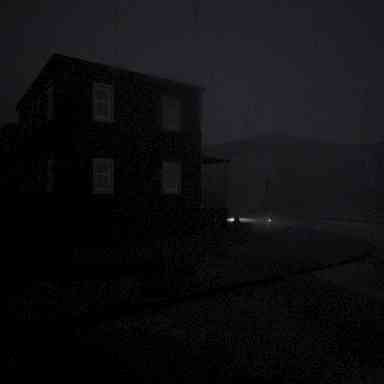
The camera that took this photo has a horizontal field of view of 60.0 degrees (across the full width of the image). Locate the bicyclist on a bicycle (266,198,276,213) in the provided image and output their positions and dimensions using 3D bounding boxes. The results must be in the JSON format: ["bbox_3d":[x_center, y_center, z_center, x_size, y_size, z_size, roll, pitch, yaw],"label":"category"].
[{"bbox_3d":[8.284,1.348,34.774,1.656,1.620,0.582,0,0,-35],"label":"bicyclist on a bicycle"}]

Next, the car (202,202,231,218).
[{"bbox_3d":[1.601,1.564,29.688,1.994,1.385,4.181,0,0,-35],"label":"car"}]
